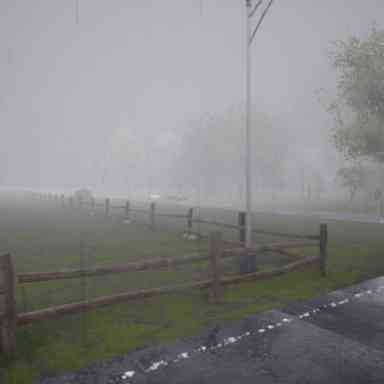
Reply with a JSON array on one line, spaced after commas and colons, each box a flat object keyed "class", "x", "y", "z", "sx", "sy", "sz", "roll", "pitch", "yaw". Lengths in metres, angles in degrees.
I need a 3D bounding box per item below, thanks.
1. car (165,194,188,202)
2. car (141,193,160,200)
[{"class": "car", "x": -2.615, "y": 0.918, "z": 54.850, "sx": 1.895, "sy": 1.301, "sz": 4.718, "roll": 0, "pitch": 1, "yaw": -33}, {"class": "car", "x": -7.995, "y": 0.760, "z": 63.021, "sx": 1.895, "sy": 1.301, "sz": 4.718, "roll": 0, "pitch": 1, "yaw": -33}]
